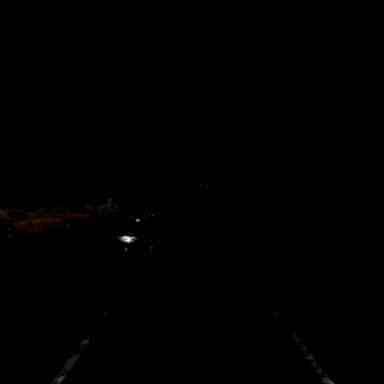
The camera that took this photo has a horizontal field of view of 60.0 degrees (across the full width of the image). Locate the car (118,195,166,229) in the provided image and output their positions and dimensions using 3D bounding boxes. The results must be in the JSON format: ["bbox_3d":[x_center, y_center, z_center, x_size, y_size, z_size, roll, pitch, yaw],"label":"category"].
[{"bbox_3d":[-3.386,1.446,23.721,2.150,2.045,5.566,0,-1,0],"label":"car"}]

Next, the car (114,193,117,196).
[{"bbox_3d":[-23.370,1.710,88.401,5.008,1.535,2.097,0,1,0],"label":"car"}]

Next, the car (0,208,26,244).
[{"bbox_3d":[-10.218,1.612,14.247,4.892,1.521,2.231,0,-1,0],"label":"car"}]

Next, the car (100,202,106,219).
[{"bbox_3d":[-10.197,1.814,28.115,4.892,1.521,2.231,0,-1,0],"label":"car"}]

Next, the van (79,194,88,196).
[{"bbox_3d":[-23.310,1.456,68.997,4.442,1.987,1.878,1,0,0],"label":"van"}]

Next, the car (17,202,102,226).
[{"bbox_3d":[-10.012,1.765,25.339,5.366,1.575,1.946,0,-1,0],"label":"car"}]

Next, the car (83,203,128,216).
[{"bbox_3d":[-10.135,2.019,39.218,4.792,1.488,2.163,0,-1,0],"label":"car"}]

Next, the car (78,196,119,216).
[{"bbox_3d":[-10.206,1.650,33.671,5.566,2.045,2.435,0,-1,0],"label":"car"}]

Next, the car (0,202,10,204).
[{"bbox_3d":[-23.221,1.975,36.480,4.792,1.488,2.163,0,-1,0],"label":"car"}]

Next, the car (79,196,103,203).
[{"bbox_3d":[-23.439,1.773,77.366,4.792,1.488,2.163,0,0,0],"label":"car"}]

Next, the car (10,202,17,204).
[{"bbox_3d":[-23.276,1.862,39.128,4.553,1.767,2.185,0,-1,0],"label":"car"}]

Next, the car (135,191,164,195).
[{"bbox_3d":[-10.350,1.499,80.180,5.566,2.045,2.435,0,0,0],"label":"car"}]

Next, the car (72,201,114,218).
[{"bbox_3d":[-10.369,1.854,30.891,5.366,1.575,1.946,0,-1,0],"label":"car"}]

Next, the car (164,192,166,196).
[{"bbox_3d":[-10.254,1.548,91.328,4.553,1.767,2.185,0,1,0],"label":"car"}]

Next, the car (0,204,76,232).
[{"bbox_3d":[-10.025,1.677,19.667,5.366,1.575,1.946,0,-1,0],"label":"car"}]

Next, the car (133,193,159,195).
[{"bbox_3d":[-10.370,1.602,74.608,4.553,1.767,2.185,0,0,0],"label":"car"}]

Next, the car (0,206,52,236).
[{"bbox_3d":[-10.403,1.640,17.015,5.366,1.575,1.946,0,-1,0],"label":"car"}]

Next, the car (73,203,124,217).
[{"bbox_3d":[-10.176,1.945,36.443,5.008,1.535,2.097,0,-1,0],"label":"car"}]

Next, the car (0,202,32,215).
[{"bbox_3d":[-23.233,2.032,41.897,5.008,1.535,2.097,0,-1,0],"label":"car"}]

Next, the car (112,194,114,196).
[{"bbox_3d":[-23.354,1.765,85.610,4.792,1.488,2.163,0,0,0],"label":"car"}]

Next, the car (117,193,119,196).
[{"bbox_3d":[-23.360,1.676,91.191,5.008,1.535,2.097,0,1,0],"label":"car"}]
